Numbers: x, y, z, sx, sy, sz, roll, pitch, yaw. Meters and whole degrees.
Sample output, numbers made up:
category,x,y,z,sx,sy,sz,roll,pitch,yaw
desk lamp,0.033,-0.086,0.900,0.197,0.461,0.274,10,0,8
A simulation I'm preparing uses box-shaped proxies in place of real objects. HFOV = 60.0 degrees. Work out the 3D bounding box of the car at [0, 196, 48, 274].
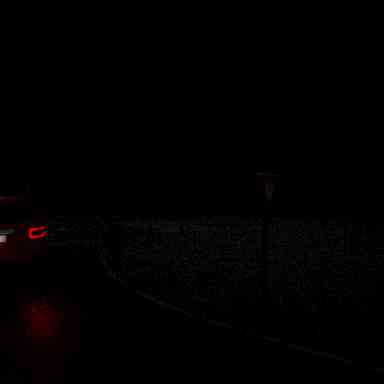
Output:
category,x,y,z,sx,sy,sz,roll,pitch,yaw
car,-5.637,1.120,9.813,2.150,2.045,5.566,0,0,-29
